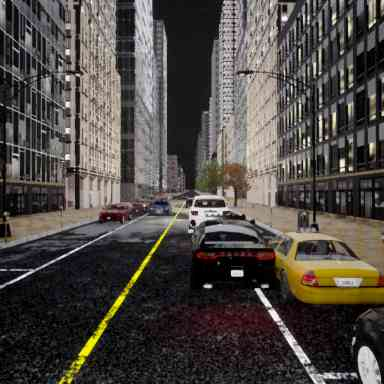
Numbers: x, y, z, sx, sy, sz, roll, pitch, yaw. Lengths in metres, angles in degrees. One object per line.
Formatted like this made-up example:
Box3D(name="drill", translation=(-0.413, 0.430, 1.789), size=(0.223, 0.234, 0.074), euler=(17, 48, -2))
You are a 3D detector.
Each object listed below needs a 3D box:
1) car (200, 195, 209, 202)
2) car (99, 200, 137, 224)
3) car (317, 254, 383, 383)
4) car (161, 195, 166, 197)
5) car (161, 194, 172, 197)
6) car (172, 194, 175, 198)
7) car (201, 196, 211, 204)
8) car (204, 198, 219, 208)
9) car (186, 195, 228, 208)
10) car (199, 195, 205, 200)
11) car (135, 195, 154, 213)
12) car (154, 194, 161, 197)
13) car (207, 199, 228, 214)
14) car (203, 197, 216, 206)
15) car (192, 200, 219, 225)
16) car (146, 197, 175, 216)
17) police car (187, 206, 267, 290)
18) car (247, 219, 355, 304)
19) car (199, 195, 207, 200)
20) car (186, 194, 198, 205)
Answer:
Box3D(name="car", translation=(2.763, 1.463, 75.996), size=(1.947, 1.339, 4.313), euler=(1, 0, 0))
Box3D(name="car", translation=(-5.663, 1.533, 24.940), size=(1.887, 1.381, 4.507), euler=(0, 0, 0))
Box3D(name="car", translation=(2.697, 1.551, 2.222), size=(2.008, 1.369, 4.403), euler=(0, 0, 0))
Box3D(name="car", translation=(-5.638, 1.532, 53.318), size=(1.802, 1.307, 4.206), euler=(1, 0, 0))
Box3D(name="car", translation=(-5.626, 1.241, 64.670), size=(2.192, 1.841, 5.009), euler=(1, 0, 0))
Box3D(name="car", translation=(-5.617, 1.338, 76.021), size=(1.967, 1.590, 4.097), euler=(1, 0, 0))
Box3D(name="car", translation=(2.753, 1.451, 64.817), size=(1.752, 1.417, 4.829), euler=(1, 0, 0))
Box3D(name="car", translation=(2.737, 1.542, 47.622), size=(1.802, 1.307, 4.206), euler=(1, 0, 0))
Box3D(name="car", translation=(0.916, 1.218, 19.166), size=(2.150, 2.045, 5.566), euler=(0, 0, 0))
Box3D(name="car", translation=(2.778, 1.430, 93.019), size=(1.802, 1.307, 4.206), euler=(1, 0, 0))
Box3D(name="car", translation=(-5.652, 1.416, 36.293), size=(1.967, 1.590, 4.097), euler=(0, 0, 0))
Box3D(name="car", translation=(-5.646, 1.284, 41.968), size=(2.192, 1.841, 5.009), euler=(0, 0, 0))
Box3D(name="car", translation=(2.727, 1.542, 36.273), size=(1.947, 1.339, 4.313), euler=(0, 0, 0))
Box3D(name="car", translation=(2.743, 1.532, 53.297), size=(1.802, 1.307, 4.206), euler=(1, 0, 0))
Box3D(name="car", translation=(0.921, 1.466, 25.136), size=(1.882, 1.535, 5.008), euler=(0, 0, 0))
Box3D(name="car", translation=(-2.973, 1.506, 32.240), size=(1.812, 1.442, 4.674), euler=(0, 0, 0))
Box3D(name="police car", translation=(0.907, 1.424, 9.246), size=(1.930, 1.638, 5.238), euler=(0, 0, 0))
Box3D(name="car", translation=(2.702, 1.524, 8.069), size=(1.752, 1.417, 4.829), euler=(0, 0, 0))
Box3D(name="car", translation=(2.773, 1.410, 87.346), size=(1.887, 1.381, 4.507), euler=(1, 0, 0))
Box3D(name="car", translation=(0.051, 1.289, 59.590), size=(2.097, 1.767, 4.553), euler=(0, 0, 0))
